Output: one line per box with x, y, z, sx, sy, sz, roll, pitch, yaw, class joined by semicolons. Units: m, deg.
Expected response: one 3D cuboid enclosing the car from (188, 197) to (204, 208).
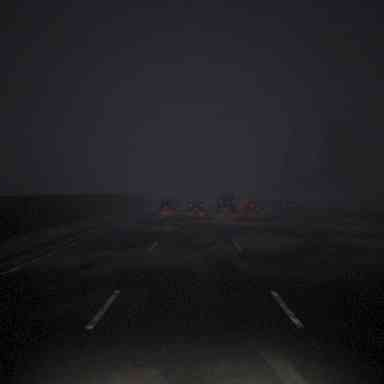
0.599;1.491;49.361;2.128;1.511;4.902;0;0;1;car

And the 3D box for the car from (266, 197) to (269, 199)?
11.098;1.525;49.230;1.812;1.442;4.674;0;0;1;car

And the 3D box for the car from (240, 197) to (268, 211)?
7.490;1.600;40.551;1.895;1.301;4.718;0;0;1;car

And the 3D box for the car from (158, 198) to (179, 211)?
-3.010;1.504;40.652;1.837;1.490;4.892;0;0;1;car

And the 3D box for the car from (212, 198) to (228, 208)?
4.099;1.600;49.348;1.895;1.301;4.718;0;0;1;car

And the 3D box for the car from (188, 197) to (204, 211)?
0.485;1.600;40.222;1.895;1.301;4.718;0;0;1;car

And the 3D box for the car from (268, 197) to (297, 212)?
10.979;1.547;39.644;2.033;1.411;5.357;0;0;1;car

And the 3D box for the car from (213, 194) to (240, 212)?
3.980;1.221;39.762;2.150;2.045;5.566;0;0;1;car
